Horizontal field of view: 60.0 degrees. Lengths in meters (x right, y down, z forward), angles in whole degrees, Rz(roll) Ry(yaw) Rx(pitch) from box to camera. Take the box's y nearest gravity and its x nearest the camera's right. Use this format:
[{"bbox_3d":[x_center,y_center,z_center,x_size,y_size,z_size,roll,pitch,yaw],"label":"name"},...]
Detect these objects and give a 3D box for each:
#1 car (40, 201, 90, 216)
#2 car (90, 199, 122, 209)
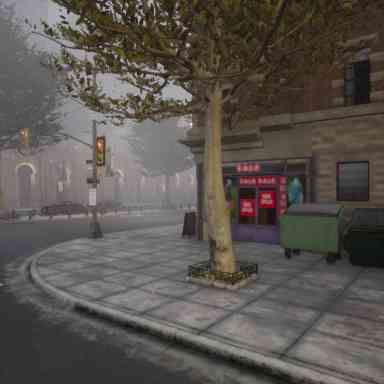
[{"bbox_3d":[-12.701,1.564,32.894,1.994,1.385,4.181,0,0,36],"label":"car"},{"bbox_3d":[-11.936,1.595,45.181,1.895,1.301,4.718,0,0,36],"label":"car"}]
